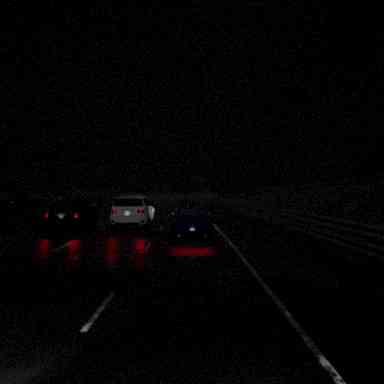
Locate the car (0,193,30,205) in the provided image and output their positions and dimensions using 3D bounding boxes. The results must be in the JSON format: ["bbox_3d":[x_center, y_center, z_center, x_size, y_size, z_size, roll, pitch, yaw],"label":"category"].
[{"bbox_3d":[-21.772,1.191,40.927,2.150,2.045,5.566,0,0,-1],"label":"car"}]

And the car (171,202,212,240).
[{"bbox_3d":[-0.031,1.476,17.040,1.882,1.535,5.008,0,0,-1],"label":"car"}]

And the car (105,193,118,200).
[{"bbox_3d":[-19.124,1.040,79.427,2.128,1.511,4.902,0,0,-1],"label":"car"}]

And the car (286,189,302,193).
[{"bbox_3d":[23.151,-0.151,75.174,1.812,1.442,4.674,0,-4,-15],"label":"car"}]

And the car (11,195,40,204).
[{"bbox_3d":[-18.217,1.465,38.363,2.128,1.511,4.902,0,0,-1],"label":"car"}]

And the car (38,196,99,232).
[{"bbox_3d":[-7.093,1.347,20.030,2.097,1.767,4.553,0,0,-1],"label":"car"}]

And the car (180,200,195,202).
[{"bbox_3d":[-0.514,1.545,38.201,1.994,1.385,4.181,0,0,-1],"label":"car"}]

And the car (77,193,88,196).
[{"bbox_3d":[-26.122,0.990,79.256,1.882,1.535,5.008,0,0,-1],"label":"car"}]

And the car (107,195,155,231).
[{"bbox_3d":[-3.617,1.217,20.876,2.150,2.045,5.566,0,0,-2],"label":"car"}]
